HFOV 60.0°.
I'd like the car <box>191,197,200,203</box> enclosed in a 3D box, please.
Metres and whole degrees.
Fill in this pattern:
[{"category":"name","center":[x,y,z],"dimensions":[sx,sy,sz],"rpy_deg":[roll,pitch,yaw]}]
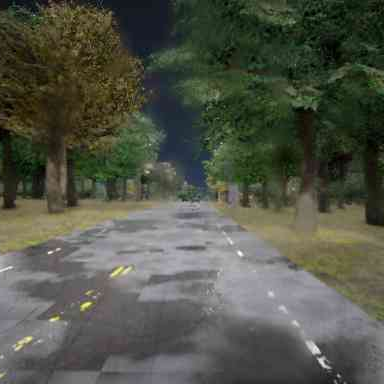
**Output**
[{"category":"car","center":[0.928,2.212,87.323],"dimensions":[1.837,1.490,4.892],"rpy_deg":[0,-1,1]}]
